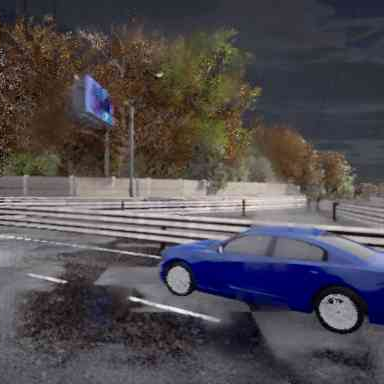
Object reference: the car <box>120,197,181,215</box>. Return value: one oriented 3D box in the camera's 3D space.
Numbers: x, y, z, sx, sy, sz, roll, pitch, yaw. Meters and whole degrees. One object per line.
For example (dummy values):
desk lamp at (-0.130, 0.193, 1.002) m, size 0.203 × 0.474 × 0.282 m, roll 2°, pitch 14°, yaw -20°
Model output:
car at (-3.295, 1.145, 26.583) m, size 5.008 × 1.535 × 1.882 m, roll 0°, pitch 1°, yaw -28°

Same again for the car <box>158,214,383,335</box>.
car at (1.584, 1.419, 6.710) m, size 5.008 × 1.535 × 1.882 m, roll 1°, pitch 1°, yaw 33°
